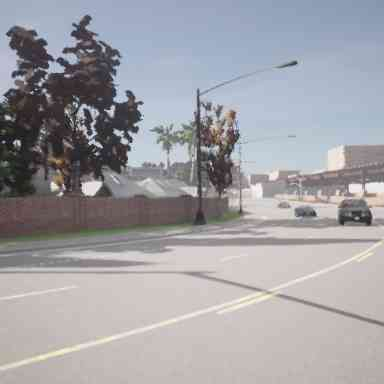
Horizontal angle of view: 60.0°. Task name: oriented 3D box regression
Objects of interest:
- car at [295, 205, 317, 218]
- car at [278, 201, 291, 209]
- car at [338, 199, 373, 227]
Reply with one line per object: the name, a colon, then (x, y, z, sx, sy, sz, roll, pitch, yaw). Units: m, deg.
car: (12.683, 2.173, 37.272, 1.994, 1.385, 4.181, -1, -1, 11)
car: (18.440, 2.633, 66.676, 1.812, 1.442, 4.674, -1, -1, 3)
car: (13.033, 1.591, 26.703, 2.150, 2.045, 5.566, -1, -1, 23)
